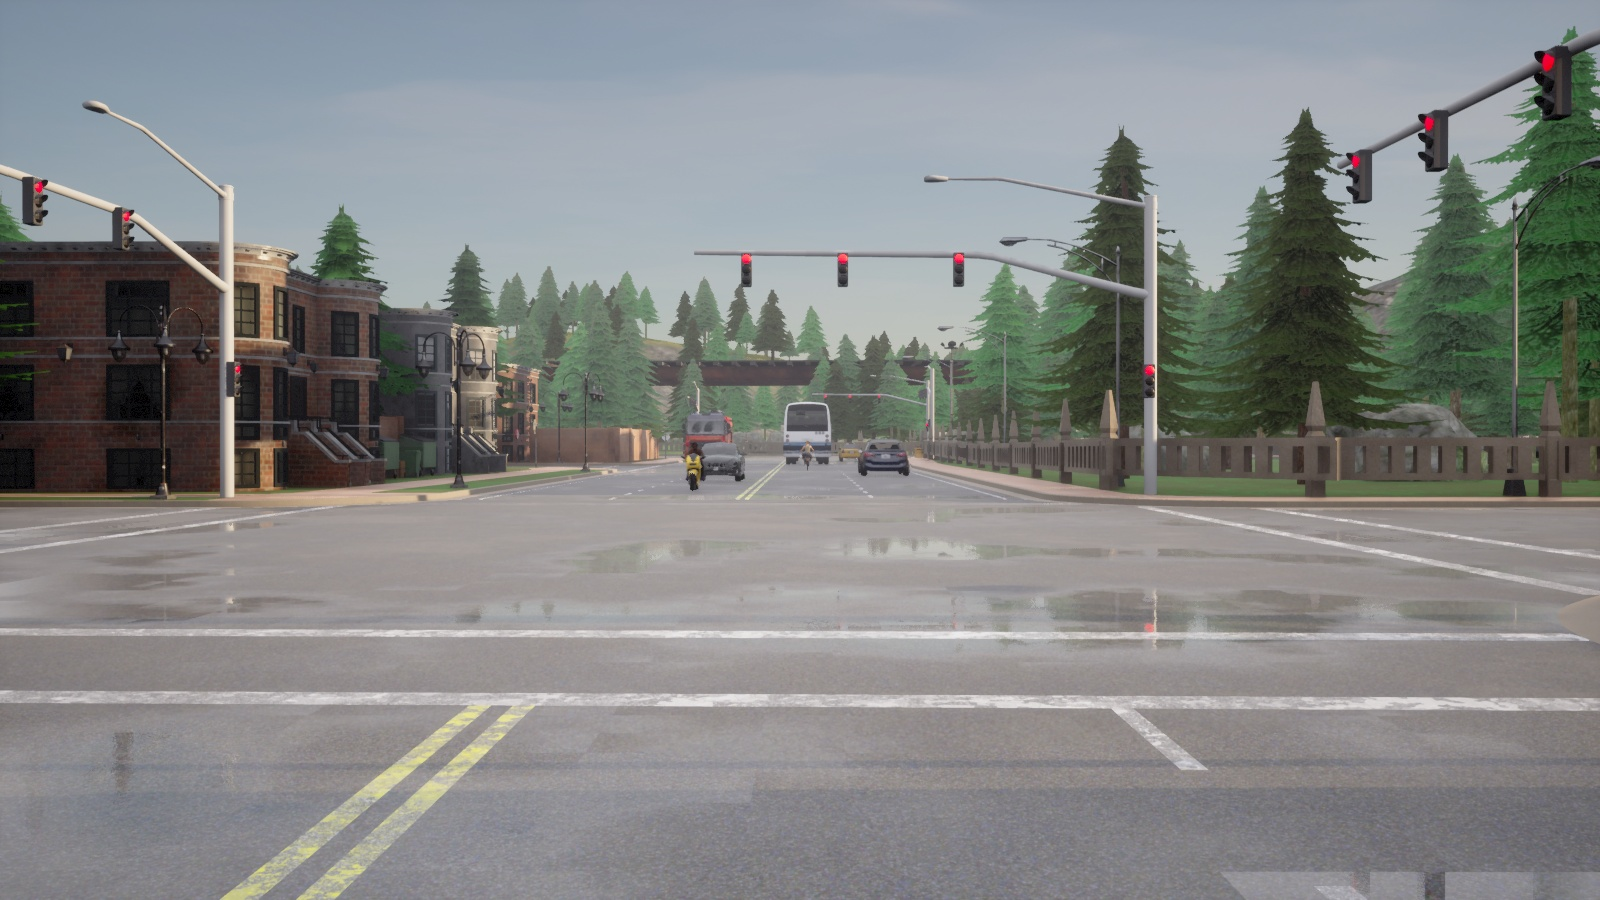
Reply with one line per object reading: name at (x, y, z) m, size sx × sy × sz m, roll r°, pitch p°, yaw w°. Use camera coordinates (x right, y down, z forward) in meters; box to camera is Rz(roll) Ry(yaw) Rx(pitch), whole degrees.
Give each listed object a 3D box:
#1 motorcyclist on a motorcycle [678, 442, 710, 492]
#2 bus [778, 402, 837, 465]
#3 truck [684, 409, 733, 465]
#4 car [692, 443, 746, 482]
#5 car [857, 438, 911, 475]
motorcyclist on a motorcycle at (-3.265, 0.506, 38.898) m, size 0.797 × 1.523 × 2.044 m, roll 0°, pitch 0°, yaw 0°
bus at (0.524, -1.136, 89.810) m, size 3.944 × 4.253 × 10.273 m, roll 0°, pitch 0°, yaw 0°
truck at (-6.475, -0.932, 90.078) m, size 2.891 × 3.827 × 8.468 m, roll 0°, pitch 0°, yaw 0°
car at (-3.201, 0.465, 50.318) m, size 1.837 × 1.490 × 4.892 m, roll 0°, pitch 0°, yaw 0°
car at (3.845, 0.264, 58.420) m, size 2.242 × 1.667 × 4.611 m, roll 0°, pitch 0°, yaw 0°
